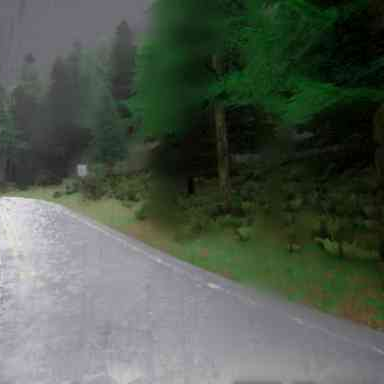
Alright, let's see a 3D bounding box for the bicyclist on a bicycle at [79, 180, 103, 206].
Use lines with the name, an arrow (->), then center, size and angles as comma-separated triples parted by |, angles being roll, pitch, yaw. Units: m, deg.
bicyclist on a bicycle -> -6.701, -0.025, 21.681 | 1.656, 1.620, 0.582 | -21, 13, -30
